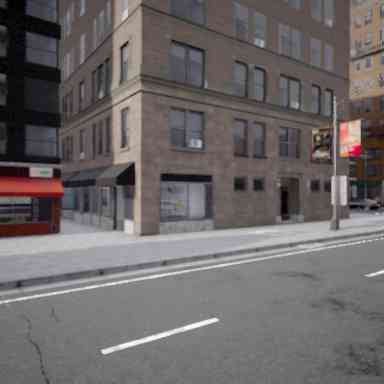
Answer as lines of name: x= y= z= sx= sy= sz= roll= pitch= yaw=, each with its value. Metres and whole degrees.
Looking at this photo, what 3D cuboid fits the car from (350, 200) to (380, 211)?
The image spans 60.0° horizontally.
car: x=21.235 y=1.603 z=41.858 sx=1.947 sy=1.339 sz=4.313 roll=0 pitch=0 yaw=-35
